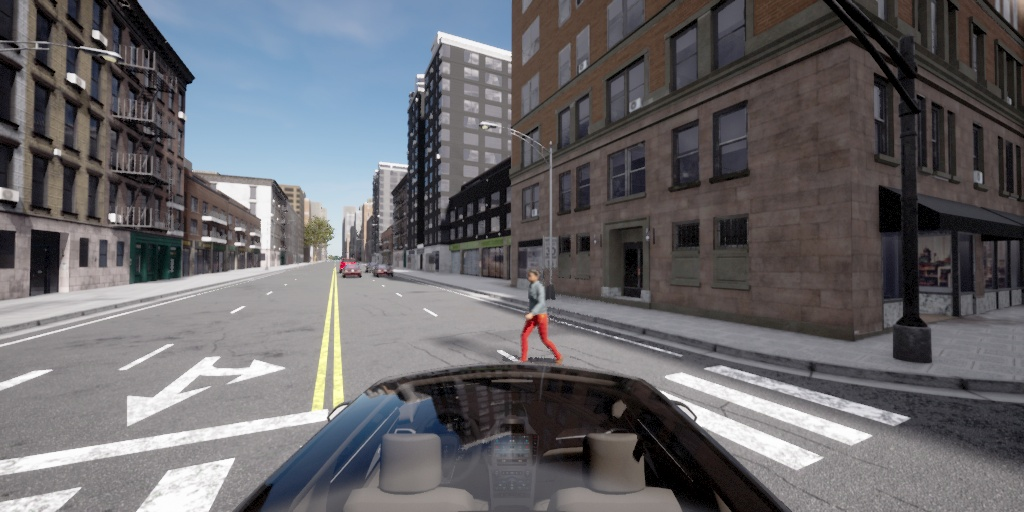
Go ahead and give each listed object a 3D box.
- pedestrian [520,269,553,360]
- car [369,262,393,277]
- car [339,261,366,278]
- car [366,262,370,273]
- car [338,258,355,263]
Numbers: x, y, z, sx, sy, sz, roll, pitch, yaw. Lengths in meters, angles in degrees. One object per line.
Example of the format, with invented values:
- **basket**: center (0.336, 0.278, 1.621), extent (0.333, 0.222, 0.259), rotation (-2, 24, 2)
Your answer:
- **pedestrian**: center (0.427, 1.082, 6.453), extent (0.375, 1.860, 0.375), rotation (1, -1, -26)
- **car**: center (-14.682, 1.629, 40.760), extent (2.033, 1.411, 5.357), rotation (1, -1, -26)
- **car**: center (-17.542, 1.592, 39.251), extent (2.033, 1.411, 5.357), rotation (1, -1, -26)
- **car**: center (-20.109, 1.654, 51.774), extent (2.128, 1.511, 4.902), rotation (1, -1, -26)
- **car**: center (-22.711, 1.343, 49.692), extent (2.150, 2.045, 5.566), rotation (1, -1, -26)
